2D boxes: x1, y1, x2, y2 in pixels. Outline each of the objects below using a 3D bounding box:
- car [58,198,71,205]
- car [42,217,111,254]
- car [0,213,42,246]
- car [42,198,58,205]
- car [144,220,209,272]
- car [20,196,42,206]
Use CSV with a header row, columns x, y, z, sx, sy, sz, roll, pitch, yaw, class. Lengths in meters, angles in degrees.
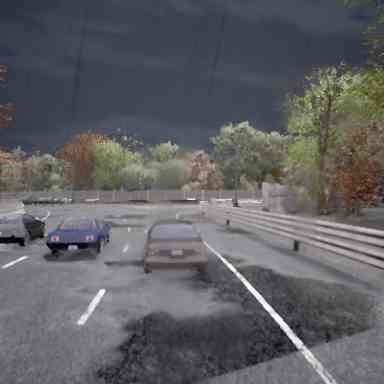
x,y,z,sx,sy,sz,roll,pitch,yaw,class
-29.302,2.136,75.137,2.033,1.411,5.357,0,-1,-45,car
-4.574,1.719,14.118,1.895,1.301,4.718,0,0,-8,car
-8.389,1.704,15.823,1.994,1.385,4.181,0,0,-9,car
-31.896,2.066,72.787,1.882,1.535,5.008,0,-1,-45,car
-0.630,1.633,11.096,2.033,1.411,5.357,0,0,-6,car
-34.511,1.807,70.460,2.150,2.045,5.566,0,-1,-45,car
